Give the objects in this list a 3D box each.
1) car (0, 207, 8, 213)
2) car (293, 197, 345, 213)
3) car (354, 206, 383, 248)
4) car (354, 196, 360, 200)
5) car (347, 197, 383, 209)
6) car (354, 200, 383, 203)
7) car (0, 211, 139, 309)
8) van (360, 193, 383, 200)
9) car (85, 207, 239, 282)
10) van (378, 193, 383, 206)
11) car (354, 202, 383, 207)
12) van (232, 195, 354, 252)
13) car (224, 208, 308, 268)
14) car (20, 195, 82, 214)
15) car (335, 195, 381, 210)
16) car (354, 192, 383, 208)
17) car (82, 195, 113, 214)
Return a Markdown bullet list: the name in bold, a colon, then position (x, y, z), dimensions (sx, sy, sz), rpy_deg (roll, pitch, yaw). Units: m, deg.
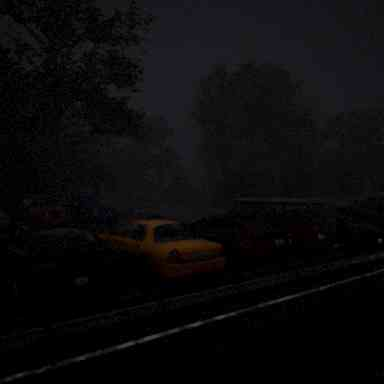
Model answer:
- **car**: position (-11.287, 1.503, 18.482), dimensions (2.002, 1.452, 4.674), rpy_deg (0, 0, -36)
- **car**: position (13.765, 1.377, 36.387), dimensions (2.231, 1.521, 4.892), rpy_deg (0, 0, -36)
- **car**: position (5.723, 1.458, 14.526), dimensions (2.163, 1.488, 4.792), rpy_deg (0, 0, -36)
- **car**: position (16.135, 1.365, 37.846), dimensions (1.946, 1.575, 5.366), rpy_deg (0, 0, -36)
- **car**: position (22.821, 1.375, 42.814), dimensions (2.163, 1.488, 4.792), rpy_deg (0, 0, -36)
- **car**: position (10.271, 1.413, 17.804), dimensions (2.097, 1.535, 5.008), rpy_deg (0, 0, -36)
- **car**: position (-3.413, 1.461, 8.029), dimensions (2.097, 1.535, 5.008), rpy_deg (0, 0, -36)
- **van**: position (12.616, 1.179, 19.342), dimensions (1.878, 1.987, 4.442), rpy_deg (0, 0, -36)
- **car**: position (-1.245, 1.449, 9.812), dimensions (1.946, 1.575, 5.366), rpy_deg (0, 0, -36)
- **van**: position (29.511, 1.097, 47.771), dimensions (1.878, 1.987, 4.442), rpy_deg (0, 0, -36)
- **car**: position (8.004, 1.450, 16.155), dimensions (2.163, 1.488, 4.792), rpy_deg (0, 0, -36)
- **van**: position (3.492, 1.210, 12.825), dimensions (1.878, 1.987, 4.442), rpy_deg (0, 0, -36)
- **car**: position (1.127, 1.474, 11.314), dimensions (2.163, 1.488, 4.792), rpy_deg (0, 0, -36)
- **car**: position (-8.906, 1.202, 20.150), dimensions (2.435, 2.045, 5.566), rpy_deg (0, 0, -36)
- **car**: position (20.526, 1.228, 41.248), dimensions (2.185, 1.767, 4.553), rpy_deg (0, 0, -36)
- **car**: position (25.045, 1.087, 44.473), dimensions (2.435, 2.045, 5.566), rpy_deg (0, 0, -36)
- **car**: position (-6.740, 1.195, 21.698), dimensions (2.435, 2.045, 5.566), rpy_deg (0, 0, -36)
